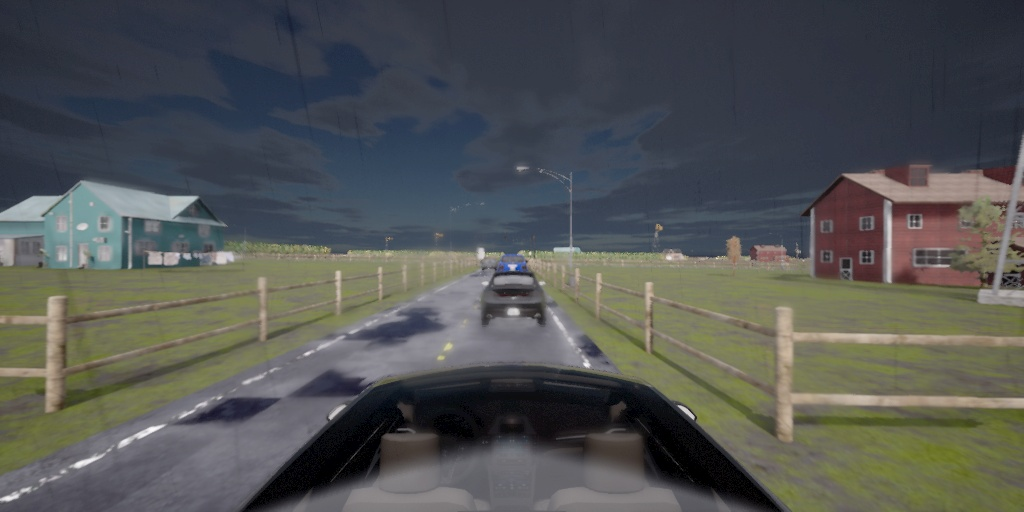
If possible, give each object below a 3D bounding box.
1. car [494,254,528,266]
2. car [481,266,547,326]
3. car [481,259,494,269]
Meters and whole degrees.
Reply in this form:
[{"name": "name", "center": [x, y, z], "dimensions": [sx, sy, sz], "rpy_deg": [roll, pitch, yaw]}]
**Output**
[{"name": "car", "center": [0.058, 0.892, 27.167], "dimensions": [2.150, 2.045, 5.566], "rpy_deg": [0, 0, 0]}, {"name": "car", "center": [0.059, 1.220, 11.589], "dimensions": [1.837, 1.490, 4.892], "rpy_deg": [0, -1, 0]}, {"name": "car", "center": [-2.852, 1.119, 45.997], "dimensions": [1.837, 1.490, 4.892], "rpy_deg": [0, 0, 0]}]
